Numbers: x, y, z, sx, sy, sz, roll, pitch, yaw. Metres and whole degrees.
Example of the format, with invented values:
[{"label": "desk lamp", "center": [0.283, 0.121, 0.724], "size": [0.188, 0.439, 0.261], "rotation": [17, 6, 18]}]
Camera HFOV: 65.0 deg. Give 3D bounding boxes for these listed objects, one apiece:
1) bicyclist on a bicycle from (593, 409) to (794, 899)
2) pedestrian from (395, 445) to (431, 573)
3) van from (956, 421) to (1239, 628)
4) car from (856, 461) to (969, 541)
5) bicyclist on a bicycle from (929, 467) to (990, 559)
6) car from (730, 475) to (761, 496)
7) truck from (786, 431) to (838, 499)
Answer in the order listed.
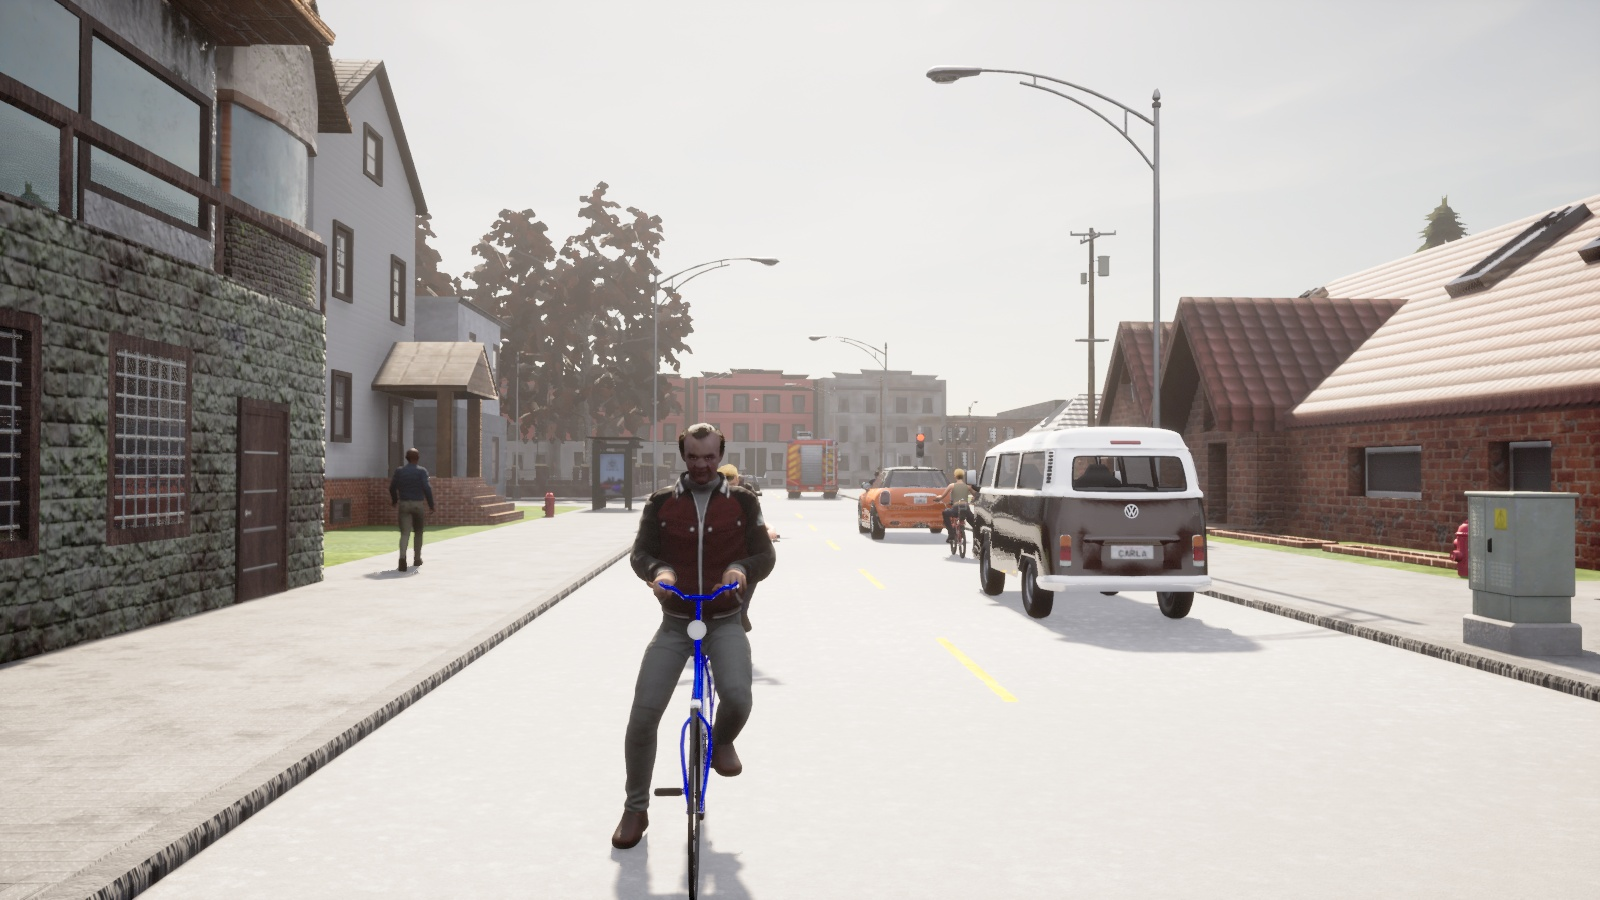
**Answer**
[{"label": "bicyclist on a bicycle", "center": [-0.398, 0.772, 5.058], "size": [0.659, 1.776, 1.843], "rotation": [0, -1, -3]}, {"label": "pedestrian", "center": [-5.690, 0.857, 18.486], "size": [0.370, 1.835, 0.726], "rotation": [0, -1, -7]}, {"label": "van", "center": [3.239, 0.772, 14.712], "size": [2.069, 2.038, 4.480], "rotation": [0, -1, -2]}, {"label": "car", "center": [2.603, 1.169, 30.248], "size": [2.097, 1.767, 4.553], "rotation": [0, -1, -3]}, {"label": "bicyclist on a bicycle", "center": [2.899, 1.124, 22.953], "size": [0.866, 1.612, 1.509], "rotation": [0, -1, -2]}, {"label": "car", "center": [-3.554, 2.286, 80.992], "size": [1.895, 1.301, 4.718], "rotation": [0, -1, -4]}, {"label": "truck", "center": [0.784, 0.901, 74.860], "size": [2.891, 3.827, 8.468], "rotation": [0, -1, 2]}]
